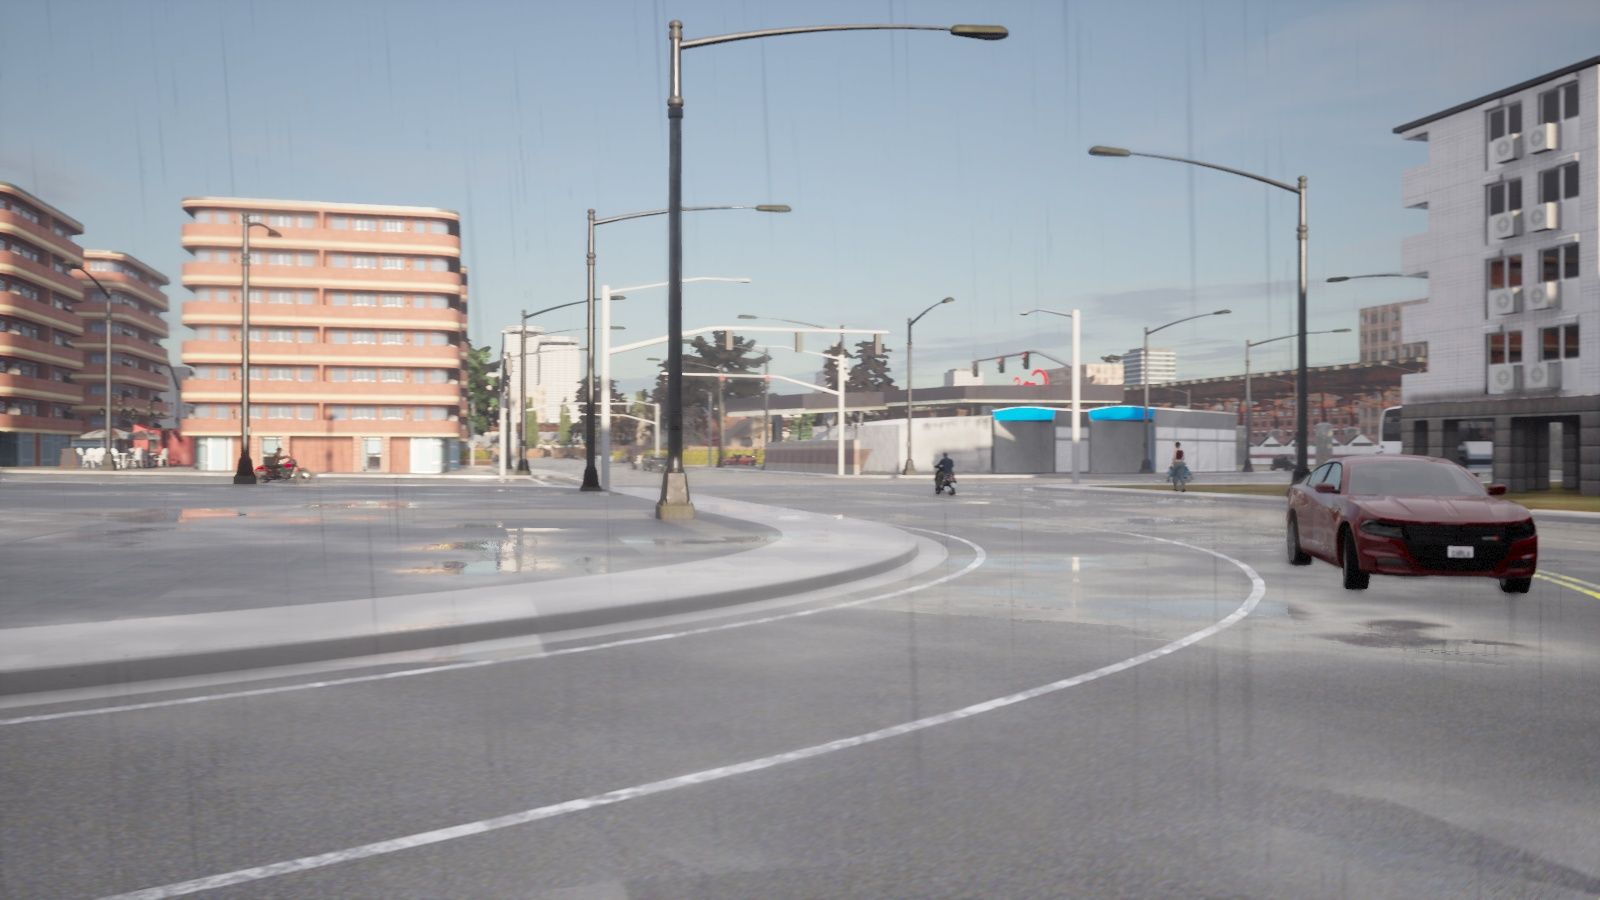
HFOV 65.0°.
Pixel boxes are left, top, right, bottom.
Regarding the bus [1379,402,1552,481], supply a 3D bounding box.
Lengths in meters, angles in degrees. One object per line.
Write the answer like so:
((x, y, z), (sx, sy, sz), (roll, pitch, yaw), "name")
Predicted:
((38.217, -0.481, 71.966), (10.273, 4.253, 3.944), (0, 0, -30), "bus")

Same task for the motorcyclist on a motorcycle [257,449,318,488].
((-22.107, 0.787, 54.186), (2.350, 1.649, 0.766), (1, 0, -14), "motorcyclist on a motorcycle")

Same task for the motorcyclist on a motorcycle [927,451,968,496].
((5.421, 0.853, 46.332), (0.866, 1.590, 1.817), (0, 0, -15), "motorcyclist on a motorcycle")

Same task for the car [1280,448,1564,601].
((7.262, 0.758, 15.269), (1.882, 1.535, 5.008), (0, 0, 12), "car")

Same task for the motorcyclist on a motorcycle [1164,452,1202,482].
((20.698, 0.887, 67.825), (1.817, 1.590, 0.866), (0, 1, -24), "motorcyclist on a motorcycle")

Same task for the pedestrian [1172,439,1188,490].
((13.758, 0.526, 45.459), (0.345, 1.836, 0.594), (0, 0, -10), "pedestrian")
